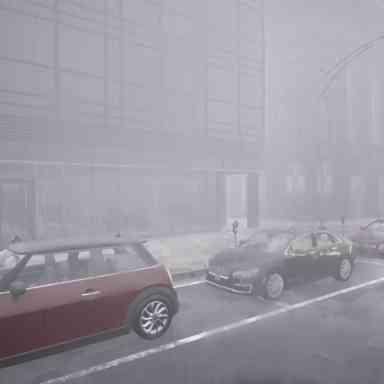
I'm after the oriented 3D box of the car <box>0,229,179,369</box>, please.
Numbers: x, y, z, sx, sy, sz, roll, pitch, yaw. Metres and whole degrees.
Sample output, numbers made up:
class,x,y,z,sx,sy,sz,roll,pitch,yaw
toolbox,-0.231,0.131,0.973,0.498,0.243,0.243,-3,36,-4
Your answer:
class,x,y,z,sx,sy,sz,roll,pitch,yaw
car,-2.298,1.440,4.901,4.097,1.590,1.967,0,0,-35

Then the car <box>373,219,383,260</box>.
class,x,y,z,sx,sy,sz,roll,pitch,yaw
car,6.913,1.580,11.441,4.206,1.307,1.802,0,0,-35

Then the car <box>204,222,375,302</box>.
class,x,y,z,sx,sy,sz,roll,pitch,yaw
car,2.308,1.550,8.171,4.403,1.369,2.008,0,0,-35
